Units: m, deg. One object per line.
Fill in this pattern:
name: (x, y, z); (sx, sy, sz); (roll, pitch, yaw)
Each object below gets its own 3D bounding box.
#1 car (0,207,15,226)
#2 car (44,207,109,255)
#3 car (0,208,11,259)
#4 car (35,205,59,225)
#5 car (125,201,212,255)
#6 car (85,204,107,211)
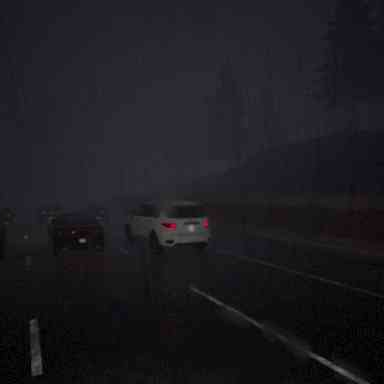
car: (-14.692, 1.829, 25.440); (1.994, 1.385, 4.181); (0, -1, -27)
car: (-5.105, 1.631, 14.364); (1.882, 1.535, 5.008); (0, 0, -27)
car: (-8.223, 1.610, 12.776); (1.882, 1.535, 5.008); (0, 0, -27)
car: (-11.586, 1.778, 27.052); (2.128, 1.511, 4.902); (0, -1, -26)
car: (-1.232, 1.383, 14.447); (2.150, 2.045, 5.566); (0, 0, -27)
car: (-8.470, 1.813, 28.646); (1.837, 1.490, 4.892); (0, 0, -26)
